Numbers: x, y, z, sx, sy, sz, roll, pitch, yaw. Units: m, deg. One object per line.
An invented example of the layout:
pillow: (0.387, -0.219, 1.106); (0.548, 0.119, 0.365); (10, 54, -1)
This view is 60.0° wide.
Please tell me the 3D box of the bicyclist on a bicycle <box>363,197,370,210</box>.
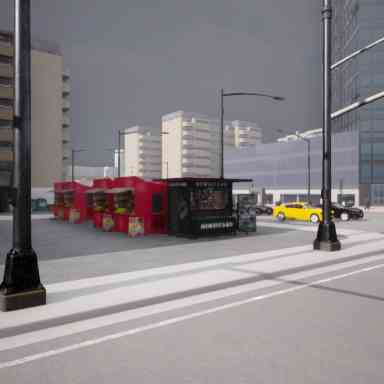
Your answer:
bicyclist on a bicycle: (22.309, 1.466, 42.475); (1.656, 1.620, 0.582); (0, 0, -36)

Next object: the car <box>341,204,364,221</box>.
car: (12.052, 1.587, 28.553); (1.882, 1.535, 5.008); (0, -1, -36)

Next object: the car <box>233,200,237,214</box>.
car: (3.127, 1.455, 34.907); (2.150, 2.045, 5.566); (0, -1, -36)

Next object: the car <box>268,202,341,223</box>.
car: (8.948, 1.589, 26.838); (1.882, 1.535, 5.008); (0, -1, -38)

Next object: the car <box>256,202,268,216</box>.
car: (6.771, 1.778, 35.835); (1.994, 1.385, 4.181); (0, -1, -36)
